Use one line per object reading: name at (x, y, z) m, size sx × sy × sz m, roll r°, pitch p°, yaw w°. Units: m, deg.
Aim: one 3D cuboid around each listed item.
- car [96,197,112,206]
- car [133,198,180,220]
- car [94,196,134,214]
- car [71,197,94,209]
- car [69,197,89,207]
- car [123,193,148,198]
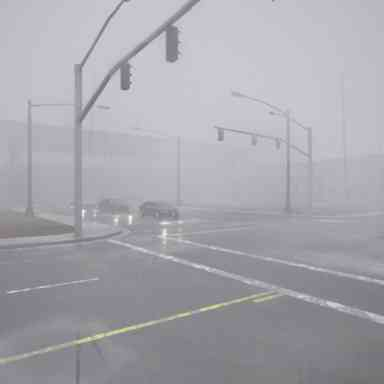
car at (-14.992, 1.526, 56.602) m, size 1.812 × 1.442 × 4.674 m, roll 0°, pitch 0°, yaw -4°
car at (-2.903, 1.505, 28.414) m, size 1.837 × 1.490 × 4.892 m, roll 0°, pitch 0°, yaw -36°
car at (-8.481, 1.478, 35.987) m, size 1.882 × 1.535 × 5.008 m, roll 0°, pitch 0°, yaw -36°
car at (-14.279, 1.526, 44.276) m, size 1.812 × 1.442 × 4.674 m, roll 0°, pitch 0°, yaw -32°
car at (-18.322, 1.547, 54.154) m, size 2.033 × 1.411 × 5.357 m, roll 0°, pitch 0°, yaw -8°
car at (-12.206, 1.223, 69.422) m, size 2.150 × 2.045 × 5.566 m, roll 0°, pitch 0°, yaw 30°
